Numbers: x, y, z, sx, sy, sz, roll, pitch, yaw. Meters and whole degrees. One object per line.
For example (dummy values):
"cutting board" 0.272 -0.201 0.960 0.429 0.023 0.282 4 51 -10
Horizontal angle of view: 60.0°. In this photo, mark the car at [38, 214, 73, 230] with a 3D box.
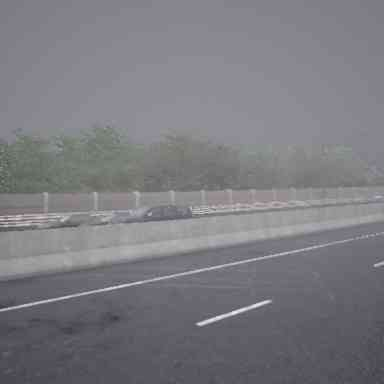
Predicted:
"car" -8.539 2.331 23.885 4.674 1.442 1.812 -1 -2 -39

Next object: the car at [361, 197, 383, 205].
"car" 28.760 1.526 52.381 5.357 1.411 2.033 -2 -1 -36

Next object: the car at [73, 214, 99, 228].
"car" -4.977 2.147 22.253 5.008 1.535 1.882 -1 -2 -38

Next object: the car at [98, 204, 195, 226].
"car" -2.341 1.765 19.896 5.566 2.045 2.150 -1 -2 -38
